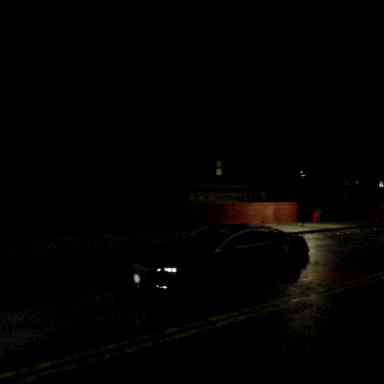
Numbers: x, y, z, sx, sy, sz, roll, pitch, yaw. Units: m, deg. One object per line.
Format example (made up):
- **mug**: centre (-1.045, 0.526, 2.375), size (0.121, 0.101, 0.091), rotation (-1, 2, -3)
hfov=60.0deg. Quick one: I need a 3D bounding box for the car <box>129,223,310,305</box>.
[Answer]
- **car**: centre (0.874, 1.549, 8.269), size (4.902, 1.511, 2.128), rotation (1, -1, -35)
